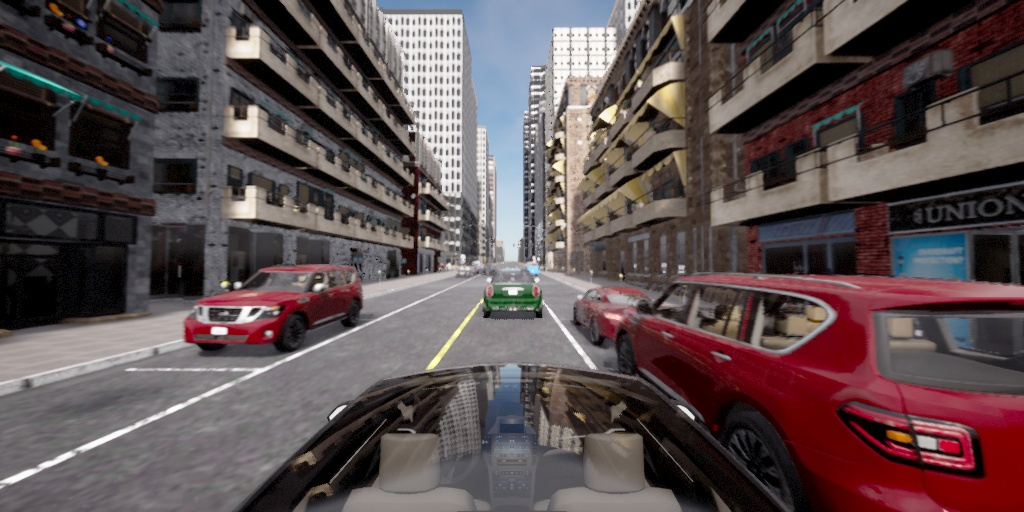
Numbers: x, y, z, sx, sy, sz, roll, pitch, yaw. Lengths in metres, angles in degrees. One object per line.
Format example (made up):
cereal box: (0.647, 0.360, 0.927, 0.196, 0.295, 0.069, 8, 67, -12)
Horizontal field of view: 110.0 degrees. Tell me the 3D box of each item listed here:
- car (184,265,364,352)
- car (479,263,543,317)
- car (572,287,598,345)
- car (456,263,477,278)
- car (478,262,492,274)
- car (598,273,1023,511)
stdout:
car: (-5.689, 1.170, 9.461, 2.192, 1.841, 5.009, 0, 0, 0)
car: (0.046, 1.270, 14.134, 2.097, 1.767, 4.553, 0, -1, 0)
car: (2.693, 1.438, 9.512, 1.802, 1.307, 4.207, 0, 0, 0)
car: (-5.651, 1.855, 42.699, 2.007, 1.370, 4.403, 0, 0, 0)
car: (-3.085, 1.882, 47.908, 1.837, 1.490, 4.892, 0, -1, 0)
car: (2.692, 1.096, 3.973, 2.192, 1.841, 5.009, 0, 0, 0)
